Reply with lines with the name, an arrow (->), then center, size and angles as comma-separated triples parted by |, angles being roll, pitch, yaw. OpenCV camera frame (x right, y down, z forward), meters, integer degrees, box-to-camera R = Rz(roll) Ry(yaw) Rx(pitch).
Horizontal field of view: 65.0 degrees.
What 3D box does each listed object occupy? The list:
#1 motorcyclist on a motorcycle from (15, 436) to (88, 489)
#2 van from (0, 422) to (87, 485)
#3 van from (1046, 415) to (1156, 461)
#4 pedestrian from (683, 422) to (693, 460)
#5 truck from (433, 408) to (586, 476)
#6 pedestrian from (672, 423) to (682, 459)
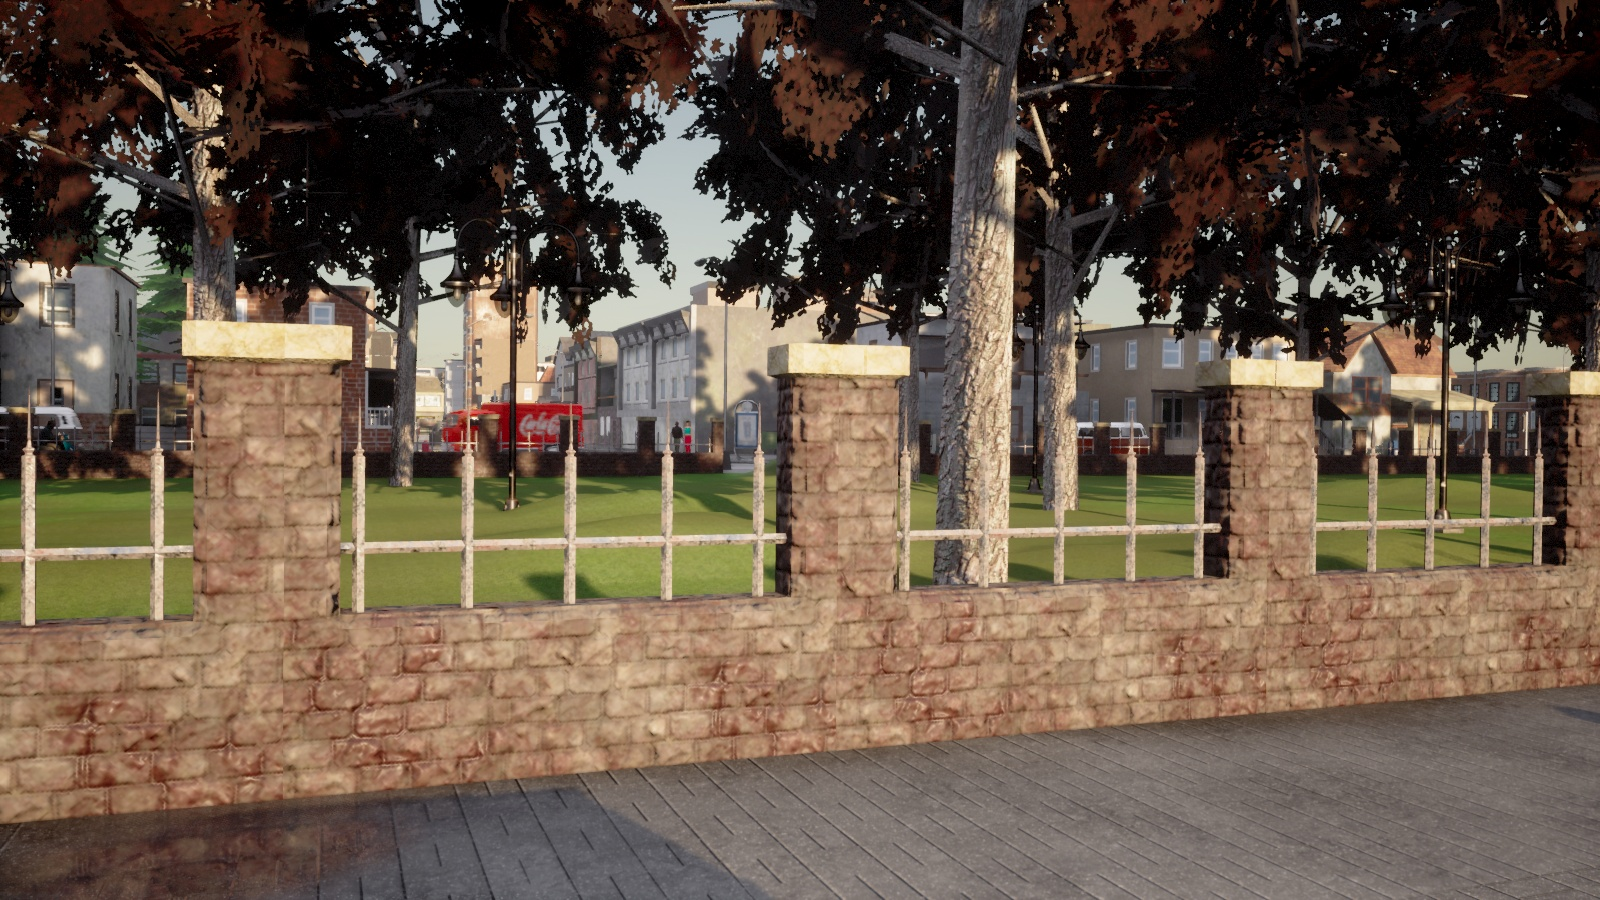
motorcyclist on a motorcycle -> -23.256, 0.367, 39.053 | 1.817, 1.590, 0.866 | -1, 1, -22
van -> -26.643, 0.124, 42.106 | 4.480, 2.038, 2.069 | -1, 1, -21
van -> 13.751, -0.562, 57.438 | 4.480, 2.038, 2.069 | -1, 1, -21
pedestrian -> -5.517, -0.440, 61.904 | 0.345, 1.836, 0.594 | 0, 1, 11
truck -> -11.364, -0.373, 49.185 | 5.204, 2.467, 2.627 | -2, 2, -34
pedestrian -> -6.277, -0.464, 63.915 | 0.431, 1.840, 0.703 | -1, 1, -2
